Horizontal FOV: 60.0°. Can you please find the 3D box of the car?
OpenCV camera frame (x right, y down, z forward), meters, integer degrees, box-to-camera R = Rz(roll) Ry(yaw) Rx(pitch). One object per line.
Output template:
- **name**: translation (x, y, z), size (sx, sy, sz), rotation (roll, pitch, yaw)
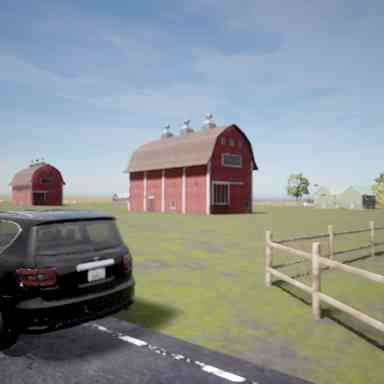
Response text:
- **car**: translation (-3.578, 1.355, 6.585), size (5.566, 2.045, 2.150), rotation (-1, -1, 37)
